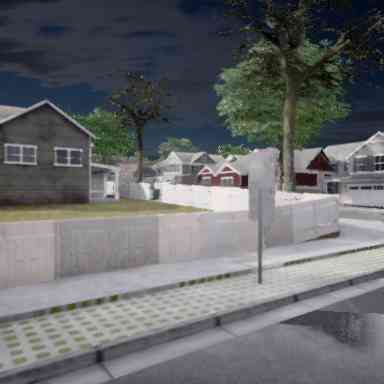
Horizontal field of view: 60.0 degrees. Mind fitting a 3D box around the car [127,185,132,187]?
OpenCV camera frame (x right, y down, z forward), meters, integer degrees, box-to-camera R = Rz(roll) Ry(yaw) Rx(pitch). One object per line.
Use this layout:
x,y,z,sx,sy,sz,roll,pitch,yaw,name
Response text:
-10.563,-0.635,51.971,2.033,1.411,5.357,0,2,-33,car
